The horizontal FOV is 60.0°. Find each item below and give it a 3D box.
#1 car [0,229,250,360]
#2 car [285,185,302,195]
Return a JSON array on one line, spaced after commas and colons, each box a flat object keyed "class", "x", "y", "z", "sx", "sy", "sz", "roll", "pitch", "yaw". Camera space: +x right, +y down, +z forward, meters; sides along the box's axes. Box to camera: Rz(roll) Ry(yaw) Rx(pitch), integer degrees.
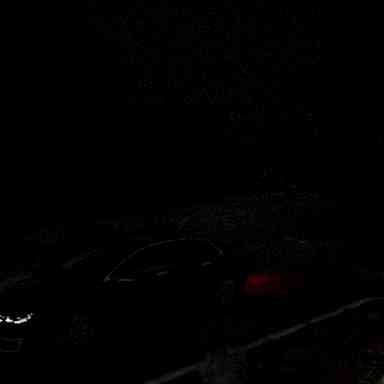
[{"class": "car", "x": -0.998, "y": 1.513, "z": 6.113, "sx": 4.892, "sy": 1.490, "sz": 1.837, "roll": -1, "pitch": 2, "yaw": -40}, {"class": "car", "x": 16.862, "y": -0.360, "z": 55.285, "sx": 1.882, "sy": 1.535, "sz": 5.008, "roll": -2, "pitch": 1, "yaw": 4}]
